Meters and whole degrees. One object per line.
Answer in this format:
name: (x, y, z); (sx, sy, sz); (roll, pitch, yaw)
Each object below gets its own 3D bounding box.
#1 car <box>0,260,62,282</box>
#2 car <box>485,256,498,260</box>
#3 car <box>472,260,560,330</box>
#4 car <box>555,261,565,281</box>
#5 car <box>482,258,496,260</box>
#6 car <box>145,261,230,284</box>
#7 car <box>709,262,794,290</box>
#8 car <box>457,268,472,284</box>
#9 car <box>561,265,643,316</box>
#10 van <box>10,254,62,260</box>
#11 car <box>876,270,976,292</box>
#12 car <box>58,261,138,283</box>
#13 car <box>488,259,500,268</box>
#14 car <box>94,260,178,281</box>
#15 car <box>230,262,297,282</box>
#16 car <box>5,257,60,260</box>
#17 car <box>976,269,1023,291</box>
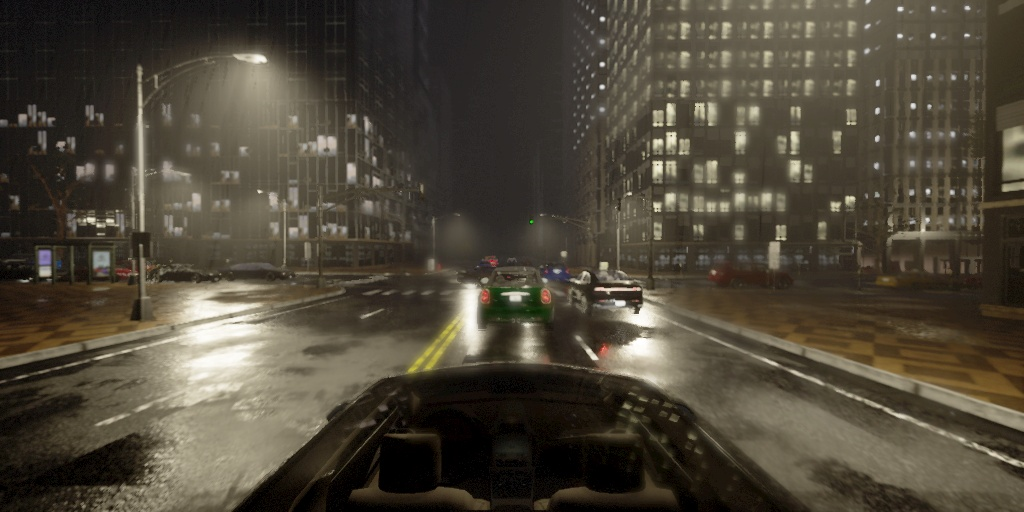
car: (-34.095, 1.131, 25.296); (4.313, 1.339, 1.948); (0, 0, 1)
car: (-3.328, 1.064, 54.698); (2.150, 2.045, 5.566); (0, 0, 0)
car: (0.100, 1.121, 11.336); (2.097, 1.767, 4.553); (0, 0, 0)
car: (3.362, 1.201, 28.669); (2.097, 1.767, 4.553); (1, 1, 0)
car: (-3.345, 1.353, 44.474); (1.812, 1.442, 4.674); (0, 0, 0)
car: (-22.731, 1.235, 24.990); (4.313, 1.339, 1.948); (0, 0, 1)
car: (16.194, 1.330, 24.460); (5.009, 1.841, 2.192); (0, 0, 1)
car: (-2.043, 1.401, 25.124); (2.033, 1.411, 5.357); (0, 1, -32)
car: (3.350, 1.264, 13.521); (2.128, 1.511, 4.902); (0, 0, 0)
van: (-45.287, 0.689, 33.958); (3.998, 1.789, 1.690); (0, 0, 1)
car: (27.642, 1.640, 24.263); (4.829, 1.417, 1.751); (0, 0, 1)
car: (-28.415, 1.200, 25.123); (4.207, 1.307, 1.802); (0, 0, 1)
car: (-3.249, 1.333, 65.170); (1.882, 1.535, 5.008); (0, 0, 0)
car: (-29.113, 1.100, 27.828); (4.674, 1.442, 1.812); (1, 1, 1)
car: (-19.706, 1.207, 27.622); (5.357, 1.411, 2.033); (0, 1, 0)
car: (-38.967, 1.011, 28.034); (4.674, 1.442, 1.812); (1, 1, 2)
car: (33.112, 1.745, 24.169); (4.207, 1.307, 1.802); (0, 0, 1)
